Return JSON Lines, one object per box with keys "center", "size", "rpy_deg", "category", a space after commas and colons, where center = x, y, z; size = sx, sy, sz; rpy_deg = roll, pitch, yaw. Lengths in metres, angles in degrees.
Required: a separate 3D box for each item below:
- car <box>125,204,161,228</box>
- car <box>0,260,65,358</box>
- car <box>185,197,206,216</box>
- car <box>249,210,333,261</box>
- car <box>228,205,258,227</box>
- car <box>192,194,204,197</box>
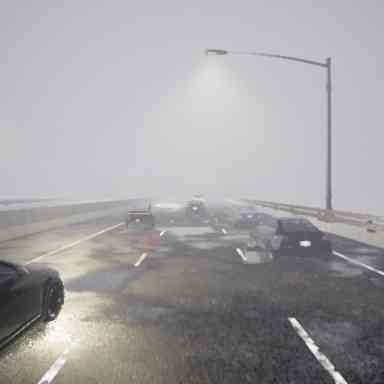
{"center": [-3.238, 1.521, 22.422], "size": [2.128, 1.511, 4.902], "rpy_deg": [0, 0, 1], "category": "car"}
{"center": [-3.384, 1.565, 4.576], "size": [1.994, 1.385, 4.181], "rpy_deg": [0, 0, 0], "category": "car"}
{"center": [0.342, 1.559, 33.037], "size": [2.163, 1.488, 4.792], "rpy_deg": [0, 0, 1], "category": "car"}
{"center": [3.548, 1.575, 12.364], "size": [1.994, 1.385, 4.181], "rpy_deg": [0, 0, 0], "category": "car"}
{"center": [3.666, 1.581, 23.287], "size": [2.033, 1.411, 5.357], "rpy_deg": [0, 0, 1], "category": "car"}
{"center": [0.924, 1.325, 52.516], "size": [2.150, 2.045, 5.566], "rpy_deg": [0, 0, 2], "category": "car"}
